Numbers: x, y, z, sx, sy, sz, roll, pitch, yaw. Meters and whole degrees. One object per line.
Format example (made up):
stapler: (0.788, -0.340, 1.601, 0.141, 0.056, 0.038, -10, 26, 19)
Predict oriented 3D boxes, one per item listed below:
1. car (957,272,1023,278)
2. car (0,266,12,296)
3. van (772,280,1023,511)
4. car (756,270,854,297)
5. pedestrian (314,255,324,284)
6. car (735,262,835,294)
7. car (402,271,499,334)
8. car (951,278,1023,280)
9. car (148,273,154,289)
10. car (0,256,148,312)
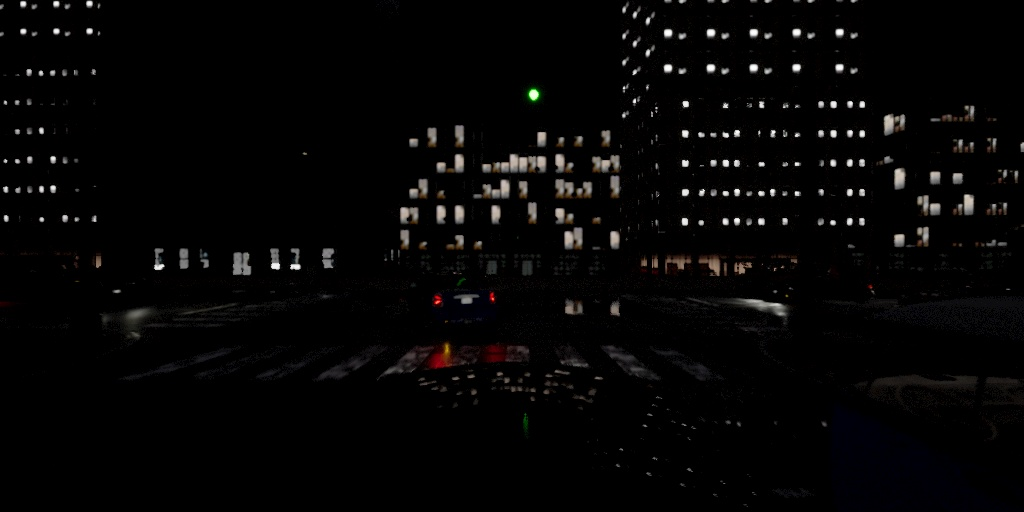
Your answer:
car: (24.816, 1.513, 17.206, 4.902, 1.511, 2.128, 0, 0, 0)
car: (-28.174, 1.264, 17.523, 4.892, 1.490, 1.837, 0, 0, 0)
van: (2.689, 1.079, 0.519, 1.690, 1.789, 3.998, 0, 0, 0)
car: (14.673, 1.532, 17.267, 4.181, 1.385, 1.994, 0, 0, 0)
pedestrian: (-12.395, 0.856, 22.961, 0.375, 1.860, 0.375, 0, 0, 0)
car: (15.231, 1.276, 19.858, 5.009, 1.841, 2.192, 0, 0, 0)
car: (-2.168, 1.249, 11.736, 2.097, 1.767, 4.553, 0, 0, -26)
car: (15.181, 1.538, 11.478, 4.507, 1.381, 1.888, 0, 0, 0)
car: (-22.680, 1.340, 20.083, 4.313, 1.339, 1.948, 0, 0, 0)
car: (-18.448, 1.038, 14.261, 5.566, 2.045, 2.150, 0, 0, 0)
